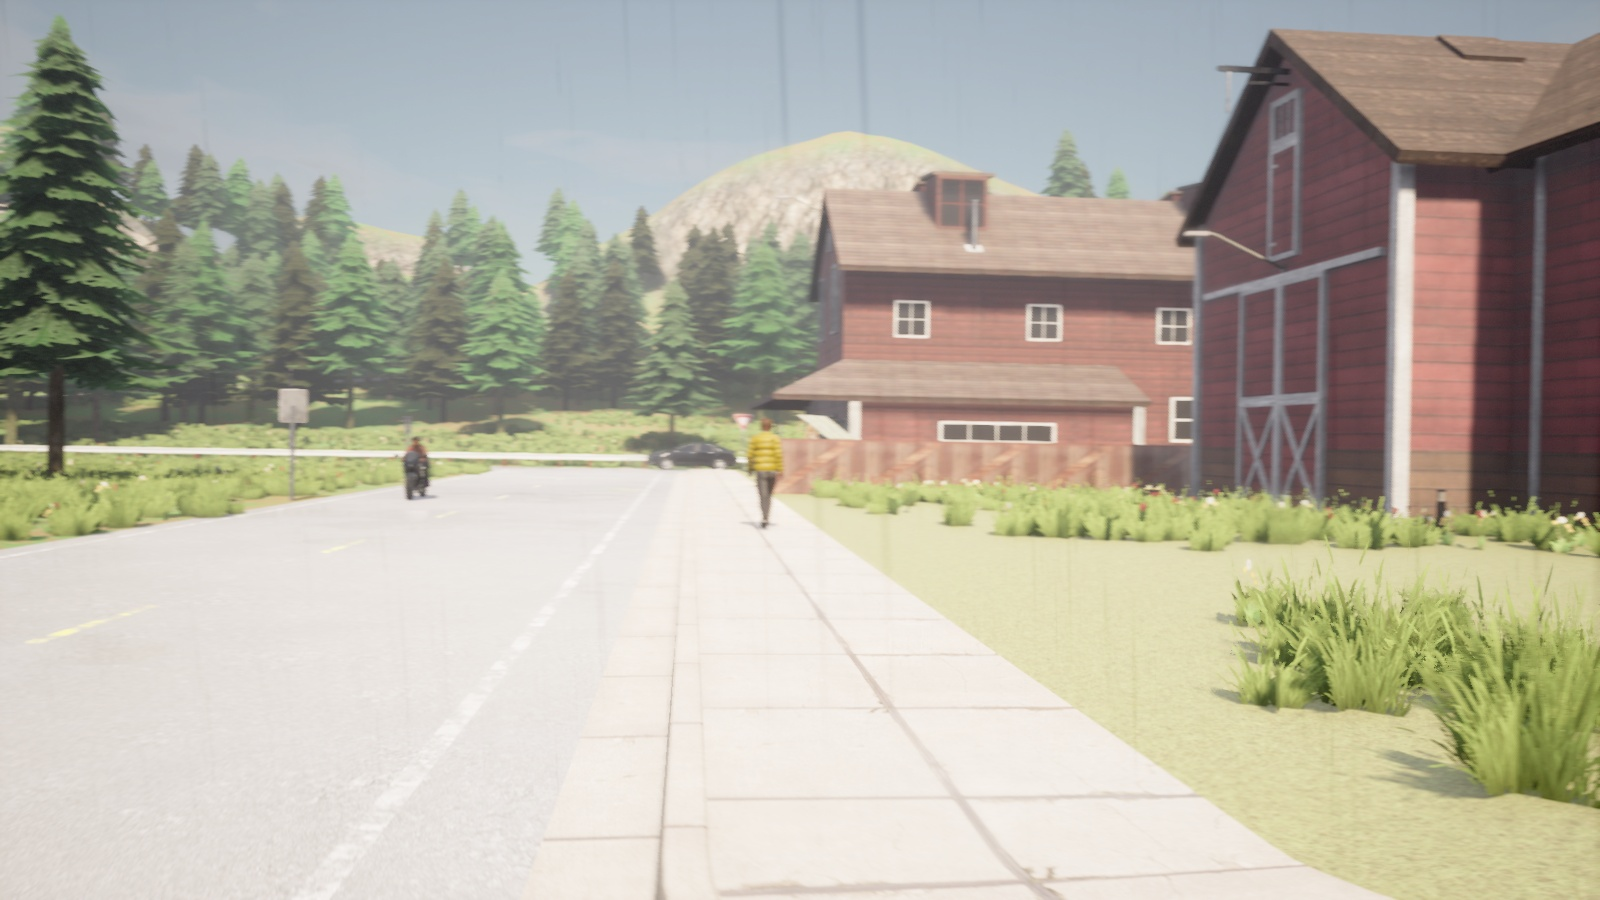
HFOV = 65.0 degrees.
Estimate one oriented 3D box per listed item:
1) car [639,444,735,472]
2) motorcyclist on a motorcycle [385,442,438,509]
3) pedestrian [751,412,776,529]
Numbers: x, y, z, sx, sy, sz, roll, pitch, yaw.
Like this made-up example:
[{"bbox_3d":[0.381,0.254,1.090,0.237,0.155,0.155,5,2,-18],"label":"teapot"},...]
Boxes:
[{"bbox_3d":[-6.082,0.435,67.407,4.892,1.490,1.837,0,0,-13],"label":"car"},{"bbox_3d":[-9.243,0.579,29.931,0.797,1.523,2.044,0,0,-5],"label":"motorcyclist on a motorcycle"},{"bbox_3d":[-0.577,0.322,20.032,0.370,1.835,0.726,0,0,0],"label":"pedestrian"}]
